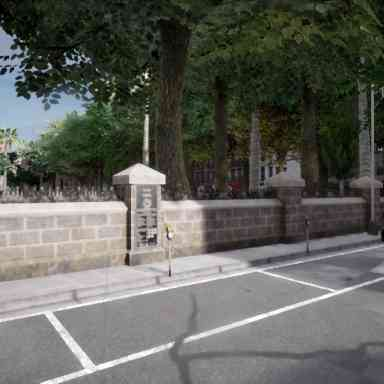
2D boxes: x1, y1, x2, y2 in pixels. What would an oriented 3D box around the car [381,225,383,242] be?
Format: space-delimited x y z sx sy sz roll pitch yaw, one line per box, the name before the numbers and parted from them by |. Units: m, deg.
car | 9.700 1.310 13.463 5.009 1.841 2.192 0 0 -36
